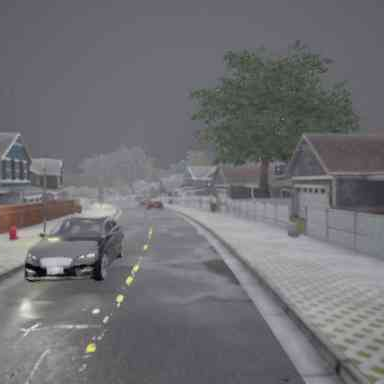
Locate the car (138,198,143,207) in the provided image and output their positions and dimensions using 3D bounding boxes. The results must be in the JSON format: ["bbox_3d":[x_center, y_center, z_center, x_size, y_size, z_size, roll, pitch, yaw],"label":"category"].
[{"bbox_3d":[-7.423,1.602,53.407,1.837,1.490,4.892,-1,0,-16],"label":"car"}]

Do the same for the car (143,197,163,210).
[{"bbox_3d":[-4.960,1.518,43.597,1.882,1.535,5.008,0,0,-13],"label":"car"}]

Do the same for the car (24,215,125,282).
[{"bbox_3d":[-3.179,1.487,9.862,2.128,1.511,4.902,0,0,-3],"label":"car"}]
